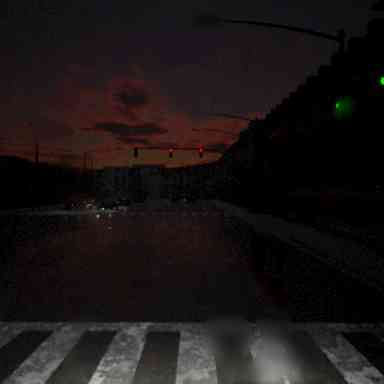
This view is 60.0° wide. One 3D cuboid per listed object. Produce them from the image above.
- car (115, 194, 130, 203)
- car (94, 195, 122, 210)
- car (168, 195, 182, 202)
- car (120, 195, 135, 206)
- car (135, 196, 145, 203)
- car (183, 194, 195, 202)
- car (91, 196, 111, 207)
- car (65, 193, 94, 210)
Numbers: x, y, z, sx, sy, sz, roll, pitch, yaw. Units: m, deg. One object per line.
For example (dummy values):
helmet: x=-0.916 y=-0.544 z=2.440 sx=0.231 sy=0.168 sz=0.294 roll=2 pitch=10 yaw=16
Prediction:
car: x=-14.222 y=1.319 z=67.927 sx=2.097 sy=1.767 sz=4.553 roll=0 pitch=0 yaw=0
car: x=-10.719 y=1.505 z=42.579 sx=1.812 sy=1.442 sz=4.674 roll=0 pitch=0 yaw=0
car: x=-3.754 y=1.558 z=72.748 sx=1.895 sy=1.301 sz=4.718 roll=0 pitch=0 yaw=-3
car: x=-10.739 y=1.576 z=51.941 sx=1.895 sy=1.301 sz=4.718 roll=0 pitch=0 yaw=0
car: x=-10.723 y=1.515 z=68.111 sx=2.033 sy=1.411 sz=5.357 roll=0 pitch=0 yaw=0
car: x=-0.268 y=1.483 z=73.697 sx=2.128 sy=1.511 sz=4.902 roll=0 pitch=0 yaw=-3
car: x=-14.242 y=1.479 z=52.522 sx=1.837 sy=1.490 sz=4.892 roll=0 pitch=0 yaw=0
car: x=-14.222 y=1.201 z=42.364 sx=2.150 sy=2.045 sz=5.566 roll=0 pitch=0 yaw=0
